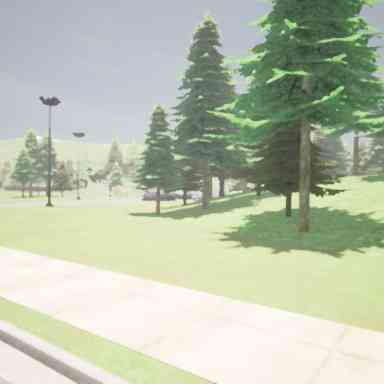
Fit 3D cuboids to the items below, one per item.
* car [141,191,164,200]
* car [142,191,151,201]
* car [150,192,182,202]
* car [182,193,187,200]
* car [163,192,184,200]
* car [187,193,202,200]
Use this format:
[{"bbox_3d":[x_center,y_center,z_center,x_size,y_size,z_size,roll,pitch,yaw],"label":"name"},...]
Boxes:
[{"bbox_3d":[-7.750,0.678,65.743,2.097,1.767,4.553,1,1,37],"label":"car"},{"bbox_3d":[-6.946,0.942,60.944,1.994,1.385,4.181,1,1,37],"label":"car"},{"bbox_3d":[-4.474,0.936,58.367,1.837,1.490,4.892,1,0,37],"label":"car"},{"bbox_3d":[-0.860,0.939,69.337,1.994,1.385,4.181,1,1,36],"label":"car"},{"bbox_3d":[-3.931,0.841,71.064,1.812,1.442,4.674,1,1,36],"label":"car"},{"bbox_3d":[1.721,0.958,66.937,1.812,1.442,4.674,1,1,36],"label":"car"}]
